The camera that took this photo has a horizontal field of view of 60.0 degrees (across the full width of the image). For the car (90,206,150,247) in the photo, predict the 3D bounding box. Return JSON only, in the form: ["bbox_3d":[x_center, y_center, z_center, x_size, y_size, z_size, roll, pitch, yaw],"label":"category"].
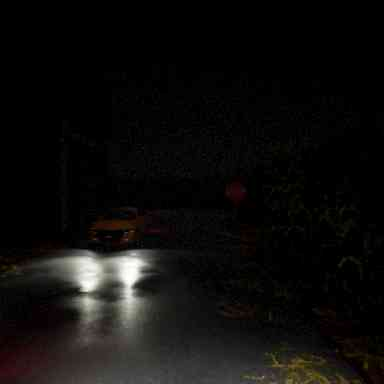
[{"bbox_3d":[-3.094,1.422,15.092,1.882,1.535,5.008,0,0,1],"label":"car"}]
